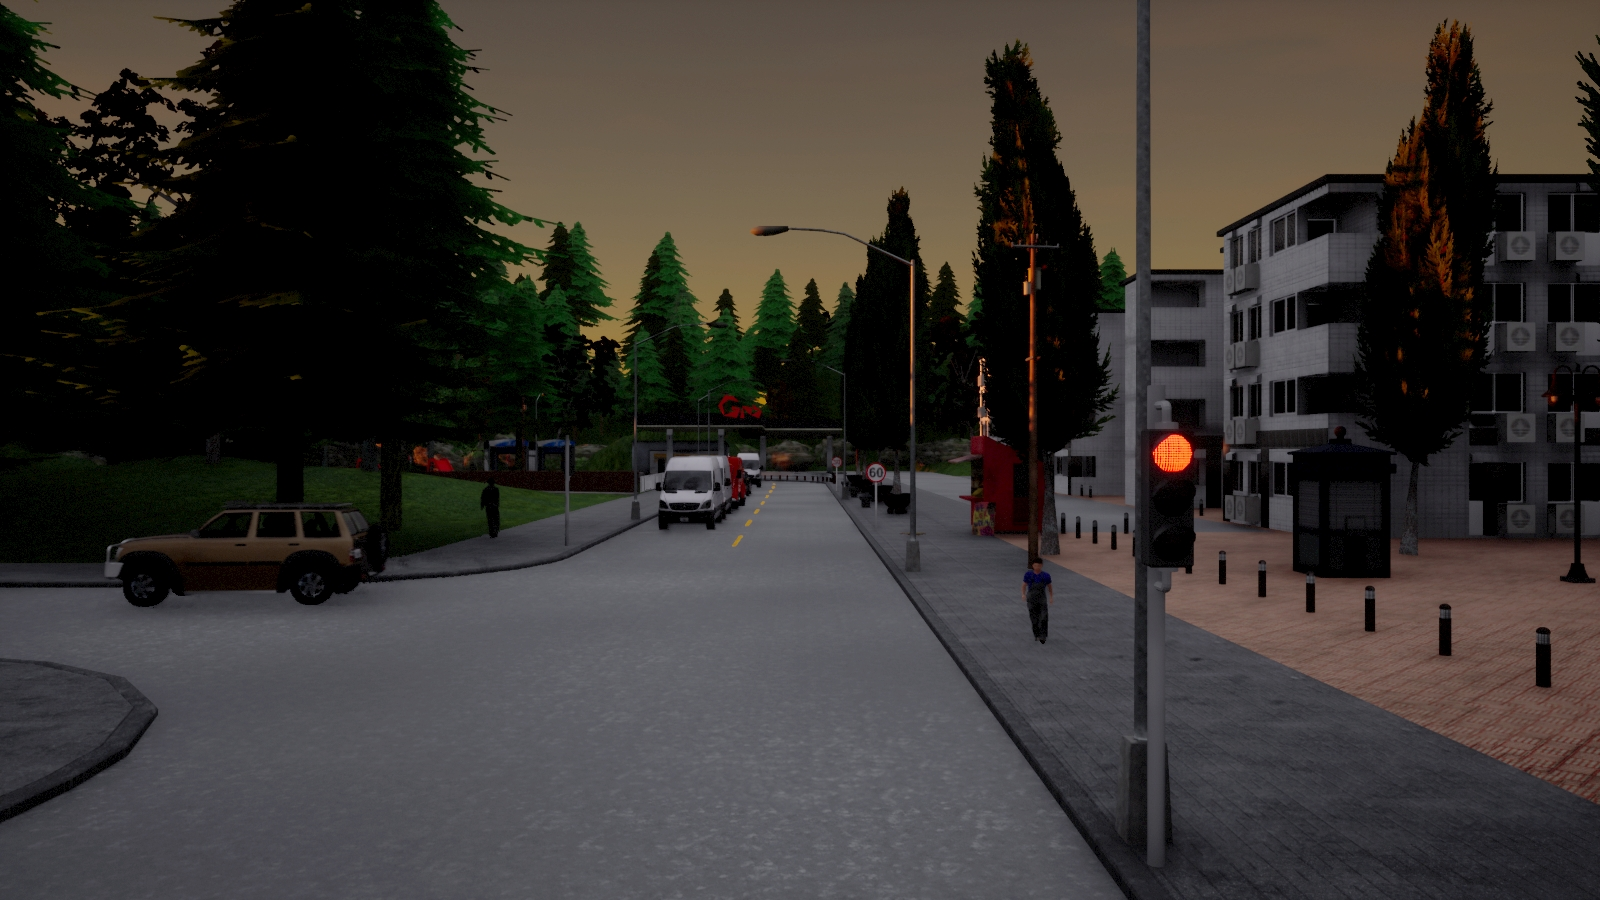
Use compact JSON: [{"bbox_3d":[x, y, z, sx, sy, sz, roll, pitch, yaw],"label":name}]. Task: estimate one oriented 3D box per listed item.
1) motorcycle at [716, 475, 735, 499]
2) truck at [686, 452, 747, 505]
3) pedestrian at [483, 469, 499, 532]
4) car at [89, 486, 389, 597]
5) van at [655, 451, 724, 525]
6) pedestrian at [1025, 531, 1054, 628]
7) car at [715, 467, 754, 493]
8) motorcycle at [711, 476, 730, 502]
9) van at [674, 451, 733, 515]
[{"bbox_3d":[-3.988,1.975,61.268,0.867,1.251,2.209,0,0,0],"label":"motorcycle"},{"bbox_3d":[-3.995,1.339,55.631,2.627,2.467,5.204,0,0,0],"label":"truck"},{"bbox_3d":[-9.296,1.520,34.401,0.375,1.860,0.375,0,0,0],"label":"pedestrian"},{"bbox_3d":[-10.225,1.640,21.145,4.605,1.855,1.932,0,0,-5],"label":"car"},{"bbox_3d":[-4.013,1.307,42.390,1.988,2.561,5.915,0,0,0],"label":"van"},{"bbox_3d":[3.347,1.802,15.963,0.375,1.300,0.375,0,0,14],"label":"pedestrian"},{"bbox_3d":[-3.975,1.816,70.543,2.128,1.511,4.902,0,0,0],"label":"car"},{"bbox_3d":[-3.975,1.953,57.177,0.856,1.236,1.805,0,0,0],"label":"motorcycle"},{"bbox_3d":[-4.007,1.306,48.327,1.988,2.561,5.915,0,0,0],"label":"van"}]
